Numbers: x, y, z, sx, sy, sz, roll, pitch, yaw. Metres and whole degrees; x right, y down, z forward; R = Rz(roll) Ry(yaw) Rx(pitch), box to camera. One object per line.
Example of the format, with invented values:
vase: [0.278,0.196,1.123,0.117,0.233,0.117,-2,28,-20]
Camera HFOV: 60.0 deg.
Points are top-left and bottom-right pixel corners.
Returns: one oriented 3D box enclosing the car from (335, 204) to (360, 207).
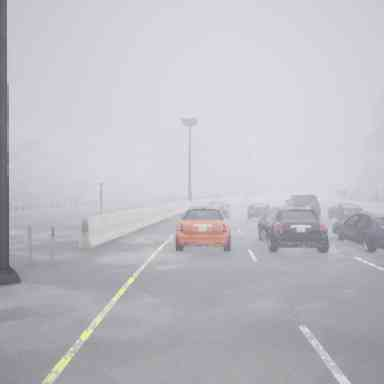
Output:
car: [12.584,1.616,27.199,1.895,1.301,4.718,0,0,9]

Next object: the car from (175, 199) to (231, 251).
car: [0.548,1.365,14.210,2.097,1.767,4.553,0,0,4]

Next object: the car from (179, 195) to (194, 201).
car: [-1.303,1.472,80.704,1.812,1.442,4.674,0,0,22]

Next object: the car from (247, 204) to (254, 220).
car: [5.664,1.616,28.251,1.895,1.301,4.718,0,0,9]

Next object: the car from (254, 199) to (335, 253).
car: [4.038,1.365,13.947,2.097,1.767,4.553,0,0,4]

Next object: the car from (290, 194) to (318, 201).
car: [9.124,1.257,27.725,2.150,2.045,5.566,0,0,9]

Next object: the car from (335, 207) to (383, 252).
car: [7.531,1.563,13.713,2.033,1.411,5.357,0,0,4]

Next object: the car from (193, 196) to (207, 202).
car: [1.894,1.546,79.277,1.895,1.301,4.718,0,0,22]
